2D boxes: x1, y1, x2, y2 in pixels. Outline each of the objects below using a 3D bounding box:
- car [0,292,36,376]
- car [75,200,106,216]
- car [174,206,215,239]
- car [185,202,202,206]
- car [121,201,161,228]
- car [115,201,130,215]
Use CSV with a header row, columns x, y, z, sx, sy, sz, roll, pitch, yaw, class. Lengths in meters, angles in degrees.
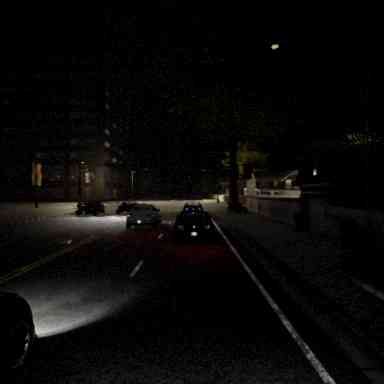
x,y,z,sx,sy,sz,roll,pitch,yaw,class
-3.149,1.566,2.918,1.994,1.385,4.181,0,0,0,car
-9.815,1.554,32.503,1.812,1.442,4.674,0,0,0,car
0.102,1.615,17.390,1.895,1.301,4.718,0,0,0,car
0.103,1.629,32.869,1.895,1.301,4.718,0,0,0,car
-3.147,1.544,22.124,1.812,1.442,4.674,0,0,0,car
-6.551,1.631,34.499,1.895,1.301,4.718,0,0,0,car
